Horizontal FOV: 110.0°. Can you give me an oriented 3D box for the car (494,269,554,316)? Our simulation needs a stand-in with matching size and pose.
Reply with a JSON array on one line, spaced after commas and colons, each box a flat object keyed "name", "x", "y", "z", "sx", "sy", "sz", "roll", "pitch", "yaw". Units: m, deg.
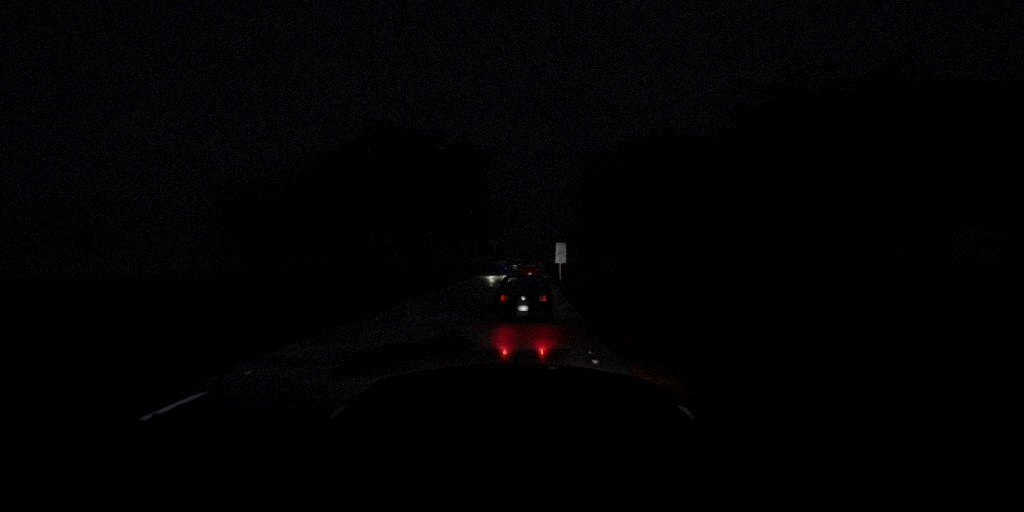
[{"name": "car", "x": 0.475, "y": 1.333, "z": 13.360, "sx": 1.895, "sy": 1.301, "sz": 4.718, "roll": 0, "pitch": 0, "yaw": 3}]

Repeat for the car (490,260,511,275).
[{"name": "car", "x": -1.185, "y": 1.187, "z": 38.682, "sx": 1.882, "sy": 1.535, "sz": 5.008, "roll": 0, "pitch": 0, "yaw": 4}]

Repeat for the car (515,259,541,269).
[{"name": "car", "x": 1.516, "y": 1.241, "z": 30.807, "sx": 1.812, "sy": 1.442, "sz": 4.674, "roll": 0, "pitch": 0, "yaw": 4}]
